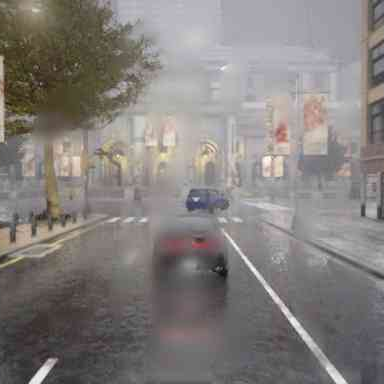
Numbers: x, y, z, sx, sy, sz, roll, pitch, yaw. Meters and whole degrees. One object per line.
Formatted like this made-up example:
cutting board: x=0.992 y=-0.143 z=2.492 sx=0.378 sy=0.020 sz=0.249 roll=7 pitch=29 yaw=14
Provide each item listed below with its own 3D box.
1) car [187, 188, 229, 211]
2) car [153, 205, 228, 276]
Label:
car: x=1.442 y=0.717 z=29.079 sx=2.150 sy=2.045 sz=5.566 roll=-1 pitch=0 yaw=24
car: x=-0.037 y=1.333 z=9.736 sx=1.837 sy=1.490 sz=4.892 roll=0 pitch=1 yaw=0
